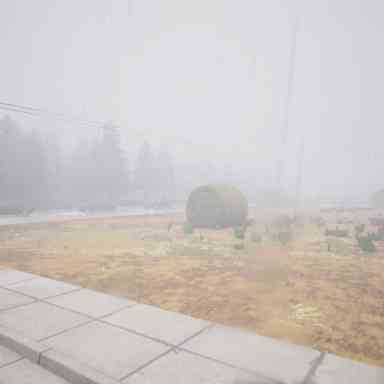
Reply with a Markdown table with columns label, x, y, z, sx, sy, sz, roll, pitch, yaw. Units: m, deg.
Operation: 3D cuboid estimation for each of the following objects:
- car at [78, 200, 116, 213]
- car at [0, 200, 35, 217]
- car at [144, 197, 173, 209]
| label | x | y | z | sx | sy | sz | roll | pitch | yaw |
| --- | --- | --- | --- | --- | --- | --- | --- | --- | --- |
| car | -10.727 | 1.591 | 37.768 | 1.994 | 1.385 | 4.181 | 0 | 0 | 36 |
| car | -16.671 | 1.518 | 29.741 | 2.128 | 1.511 | 4.902 | 0 | 0 | 37 |
| car | -4.574 | 1.532 | 46.051 | 1.837 | 1.490 | 4.892 | 0 | 0 | 36 |
